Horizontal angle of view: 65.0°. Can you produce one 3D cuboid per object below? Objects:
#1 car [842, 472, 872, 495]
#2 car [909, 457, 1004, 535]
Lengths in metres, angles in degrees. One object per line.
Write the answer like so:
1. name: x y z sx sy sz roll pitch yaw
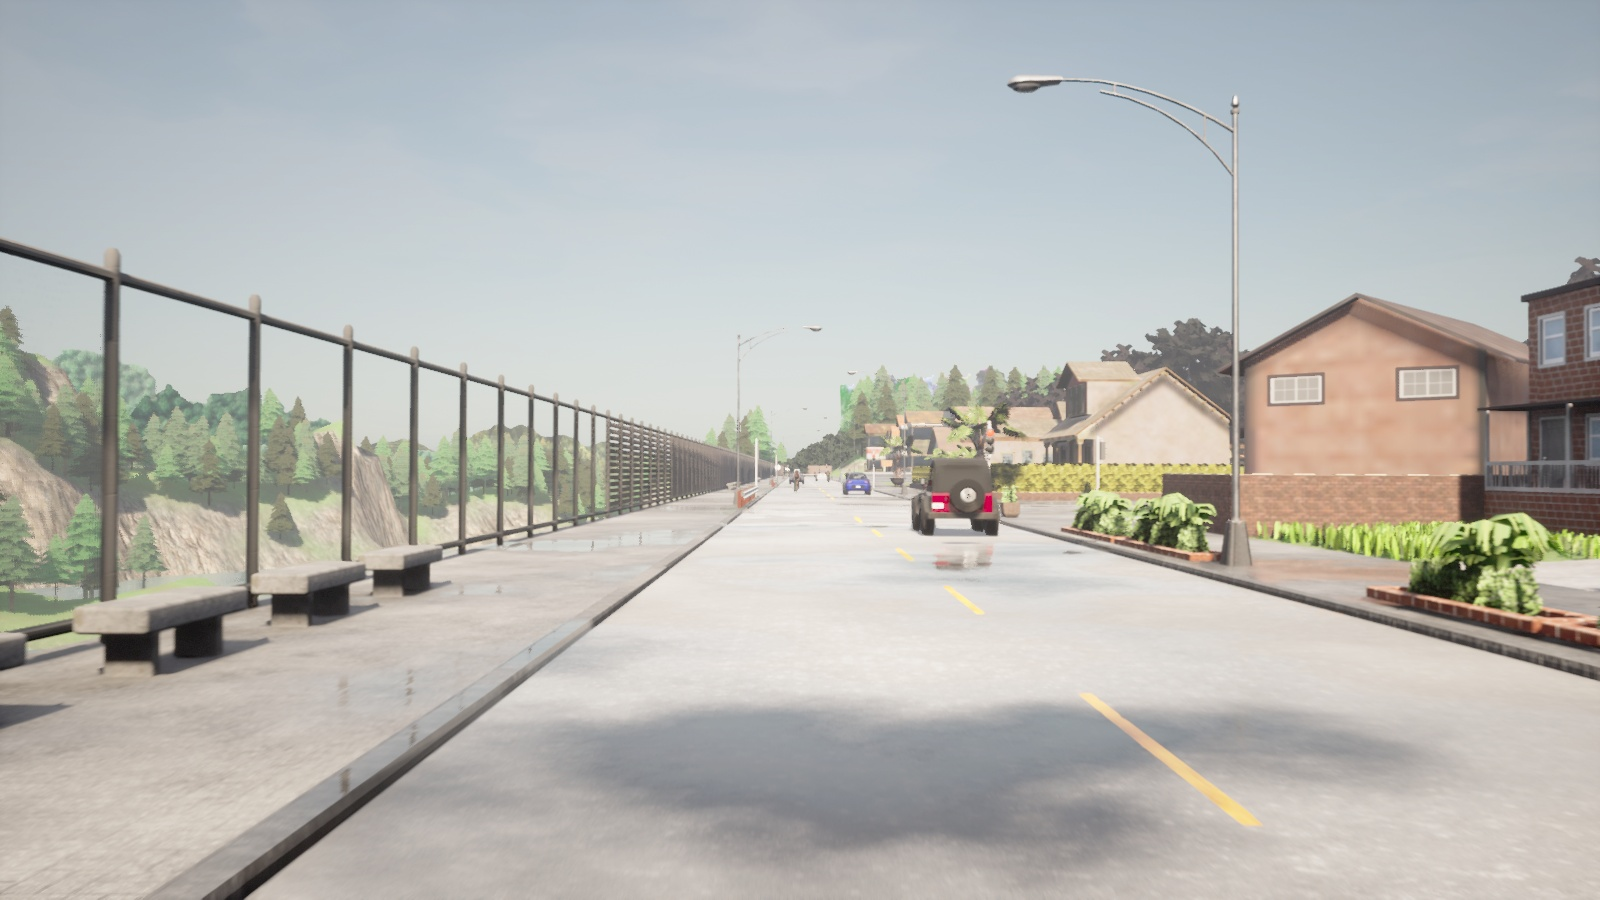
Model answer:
1. car: 3.794 2.225 84.334 1.816 1.474 4.193 0 -1 0
2. car: 3.917 1.131 32.026 1.905 1.878 3.866 0 -1 0
